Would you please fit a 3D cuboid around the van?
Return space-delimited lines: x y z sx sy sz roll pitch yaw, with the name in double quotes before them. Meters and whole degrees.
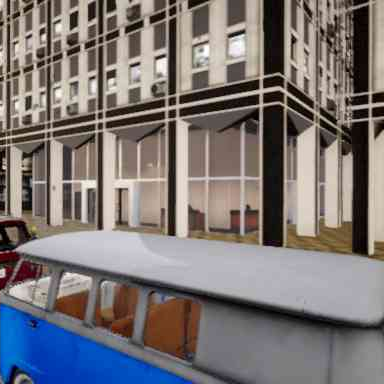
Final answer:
"van" -0.210 1.339 3.021 3.998 1.788 1.690 0 0 36

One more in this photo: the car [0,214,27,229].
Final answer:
"car" -4.847 1.306 6.334 5.009 1.841 2.192 0 0 36
